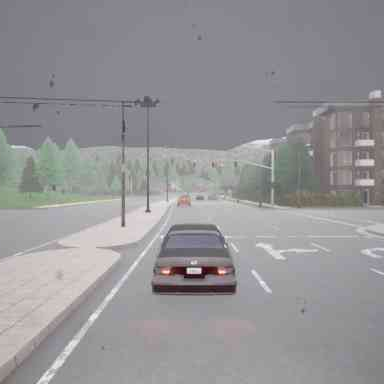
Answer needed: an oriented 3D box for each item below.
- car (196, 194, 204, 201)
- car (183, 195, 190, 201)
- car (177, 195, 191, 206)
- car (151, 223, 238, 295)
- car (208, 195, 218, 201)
[{"bbox_3d":[2.069,1.477,85.448,1.882,1.535,5.008,0,0,0],"label":"car"},{"bbox_3d":[-1.431,1.523,85.413,1.812,1.442,4.674,0,0,0],"label":"car"},{"bbox_3d":[-1.300,1.352,54.588,2.097,1.767,4.553,0,0,-1],"label":"car"},{"bbox_3d":[0.052,1.547,8.841,2.033,1.411,5.357,0,0,0],"label":"car"},{"bbox_3d":[5.569,1.539,85.452,2.033,1.411,5.357,0,0,0],"label":"car"}]
